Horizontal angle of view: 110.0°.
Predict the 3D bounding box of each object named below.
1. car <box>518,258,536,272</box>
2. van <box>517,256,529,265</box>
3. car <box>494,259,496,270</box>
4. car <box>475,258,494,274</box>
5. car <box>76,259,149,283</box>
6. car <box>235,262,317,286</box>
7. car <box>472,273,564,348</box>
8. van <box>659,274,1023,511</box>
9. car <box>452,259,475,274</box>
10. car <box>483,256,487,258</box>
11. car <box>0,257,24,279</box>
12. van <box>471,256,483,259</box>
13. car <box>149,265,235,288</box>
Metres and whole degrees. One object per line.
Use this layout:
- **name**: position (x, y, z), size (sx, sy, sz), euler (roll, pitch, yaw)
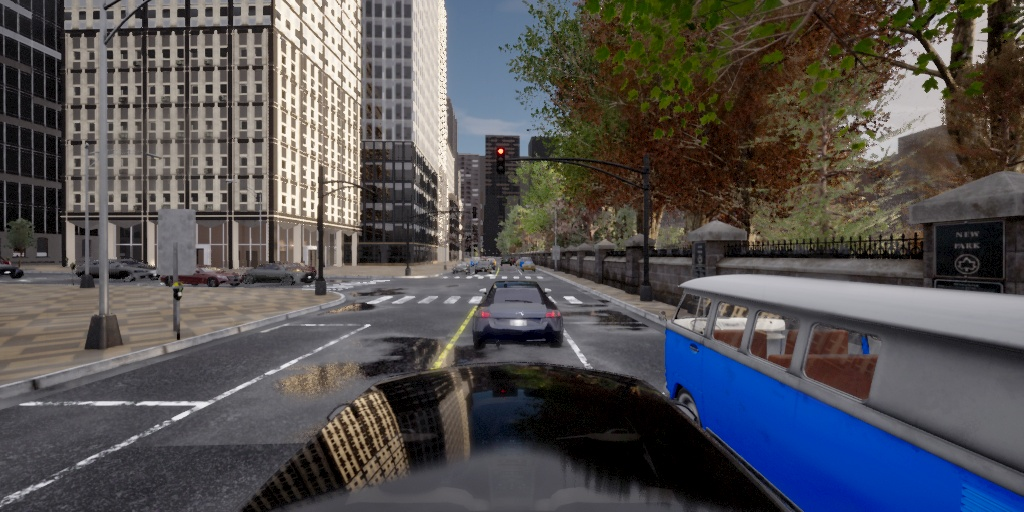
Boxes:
- **car**: position (2.116, 1.260, 46.357), size (1.751, 1.417, 4.829), euler (0, 0, -1)
- **van**: position (1.992, 1.071, 51.730), size (1.690, 1.789, 3.998), euler (0, 0, -1)
- **car**: position (-3.415, 1.296, 50.858), size (1.994, 1.385, 4.181), euler (0, 0, -2)
- **car**: position (-3.229, 1.242, 40.878), size (1.837, 1.490, 4.892), euler (0, 0, -3)
- **car**: position (-26.133, 0.962, 24.024), size (4.902, 1.511, 2.128), euler (1, 0, 3)
- **car**: position (-14.965, 1.161, 23.206), size (4.181, 1.385, 1.994), euler (1, 0, 6)
- **car**: position (0.098, 1.313, 9.218), size (1.994, 1.385, 4.181), euler (0, 0, -1)
- **van**: position (2.567, 1.091, 2.639), size (1.690, 1.789, 3.998), euler (0, 0, 0)
- **car**: position (-5.644, 1.288, 40.304), size (2.007, 1.370, 4.403), euler (0, 0, -1)
- **car**: position (-3.669, 1.201, 61.439), size (1.882, 1.535, 5.008), euler (0, 0, -1)
- **car**: position (-36.462, 0.917, 24.590), size (4.181, 1.385, 1.994), euler (1, 0, 2)
- **van**: position (-6.330, 1.063, 62.479), size (1.690, 1.789, 3.998), euler (0, 0, -2)
- **car**: position (-18.158, 1.149, 20.984), size (4.207, 1.307, 1.802), euler (0, 0, 4)
